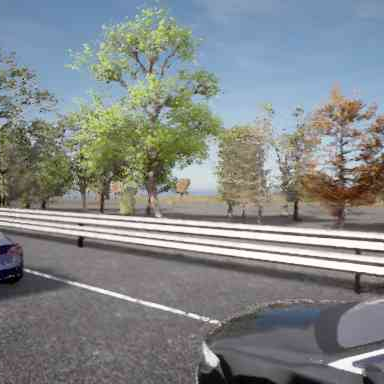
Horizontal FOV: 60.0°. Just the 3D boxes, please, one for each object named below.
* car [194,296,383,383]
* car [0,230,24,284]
[{"bbox_3d":[2.270,1.495,2.399,4.902,1.511,2.128,0,0,35],"label":"car"},{"bbox_3d":[-6.072,1.479,8.279,4.792,1.488,2.163,0,0,36],"label":"car"}]
